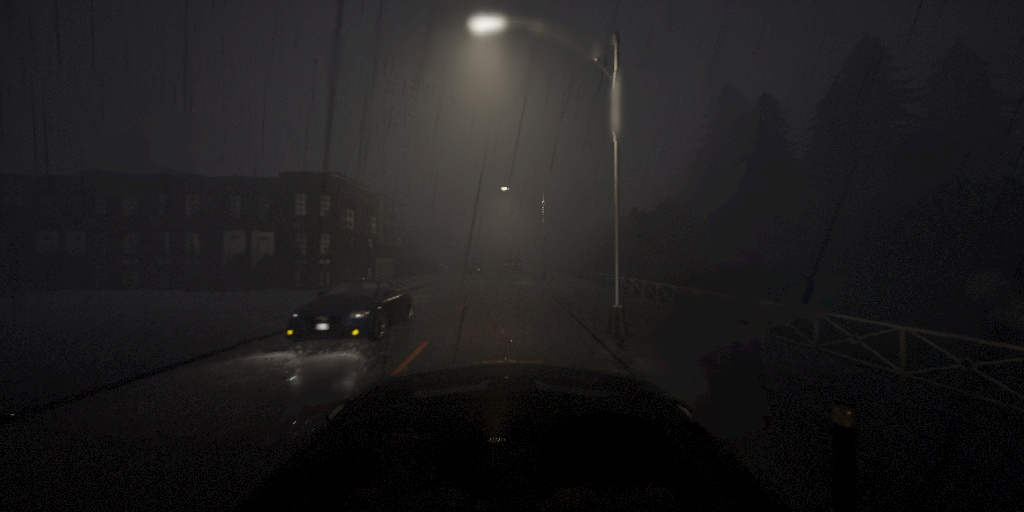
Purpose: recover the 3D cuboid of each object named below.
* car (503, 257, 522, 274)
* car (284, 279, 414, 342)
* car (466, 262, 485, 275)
[{"bbox_3d":[0.098,1.144,45.705,2.150,2.045,5.566,0,0,0],"label":"car"},{"bbox_3d":[-4.098,1.345,9.738,1.994,1.385,4.181,0,0,0],"label":"car"},{"bbox_3d":[-4.092,1.410,41.214,1.837,1.490,4.892,0,-1,0],"label":"car"}]
